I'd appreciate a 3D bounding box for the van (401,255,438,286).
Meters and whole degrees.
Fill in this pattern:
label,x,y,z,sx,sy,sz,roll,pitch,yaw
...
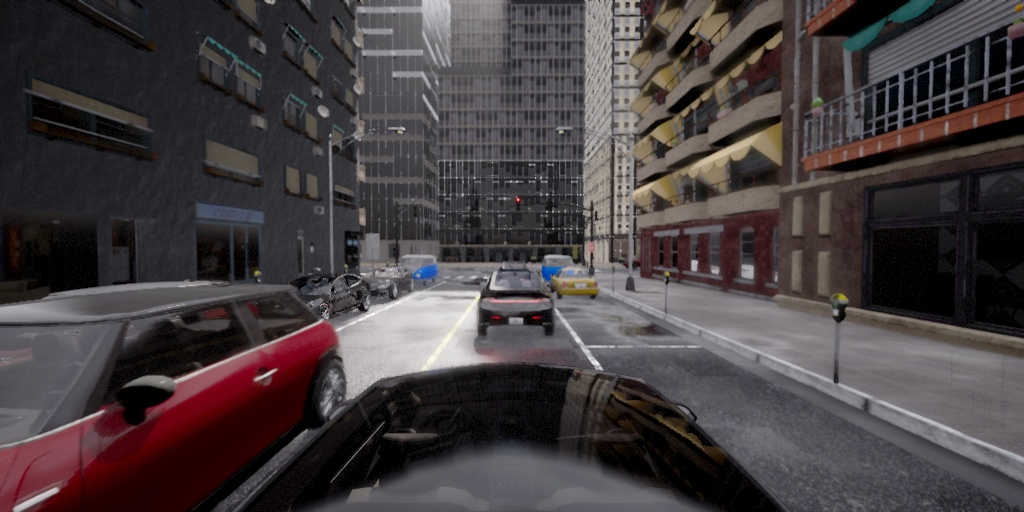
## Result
label,x,y,z,sx,sy,sz,roll,pitch,yaw
van,-5.662,0.839,21.879,1.690,1.789,3.998,0,0,0

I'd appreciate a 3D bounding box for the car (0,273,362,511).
label,x,y,z,sx,sy,sz,roll,pitch,yaw
car,-3.100,1.092,2.525,2.097,1.767,4.553,0,1,0

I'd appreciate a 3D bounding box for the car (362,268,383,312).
label,x,y,z,sx,sy,sz,roll,pitch,yaw
car,-5.680,1.204,10.676,1.948,1.339,4.313,0,0,0

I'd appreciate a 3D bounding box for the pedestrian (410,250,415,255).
label,x,y,z,sx,sy,sz,roll,pitch,yaw
pedestrian,-12.330,0.114,44.273,0.375,1.860,0.375,0,1,0

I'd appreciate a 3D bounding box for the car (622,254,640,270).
label,x,y,z,sx,sy,sz,roll,pitch,yaw
car,15.292,0.603,41.156,5.009,1.841,2.192,0,0,0

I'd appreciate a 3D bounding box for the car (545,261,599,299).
label,x,y,z,sx,sy,sz,roll,pitch,yaw
car,2.710,1.094,16.406,1.751,1.417,4.829,0,0,0

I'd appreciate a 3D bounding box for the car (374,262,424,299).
label,x,y,z,sx,sy,sz,roll,pitch,yaw
car,-5.671,1.119,16.278,2.007,1.370,4.403,0,0,0

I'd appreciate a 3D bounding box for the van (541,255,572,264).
label,x,y,z,sx,sy,sz,roll,pitch,yaw
van,2.718,0.840,21.837,1.690,1.789,3.998,0,0,0

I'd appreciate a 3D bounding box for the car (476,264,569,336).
label,x,y,z,sx,sy,sz,roll,pitch,yaw
car,0.095,1.138,10.004,2.128,1.511,4.902,0,1,0

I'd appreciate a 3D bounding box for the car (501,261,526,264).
label,x,y,z,sx,sy,sz,roll,pitch,yaw
car,0.092,1.009,20.306,2.128,1.511,4.902,0,1,0
